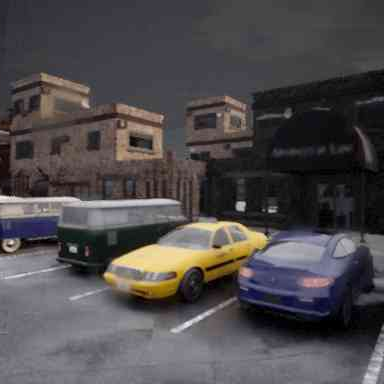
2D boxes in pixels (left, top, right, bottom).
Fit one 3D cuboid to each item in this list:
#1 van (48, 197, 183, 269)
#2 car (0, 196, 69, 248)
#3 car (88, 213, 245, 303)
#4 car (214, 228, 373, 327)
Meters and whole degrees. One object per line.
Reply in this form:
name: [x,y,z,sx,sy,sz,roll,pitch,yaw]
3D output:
van: [-1.828,1.232,10.405,1.878,1.987,4.442,0,0,36]
car: [-8.612,1.190,15.138,2.435,2.045,5.566,0,0,36]
car: [0.241,1.463,8.557,1.946,1.575,5.366,0,0,36]
car: [2.592,1.515,7.103,2.002,1.452,4.674,0,0,36]
